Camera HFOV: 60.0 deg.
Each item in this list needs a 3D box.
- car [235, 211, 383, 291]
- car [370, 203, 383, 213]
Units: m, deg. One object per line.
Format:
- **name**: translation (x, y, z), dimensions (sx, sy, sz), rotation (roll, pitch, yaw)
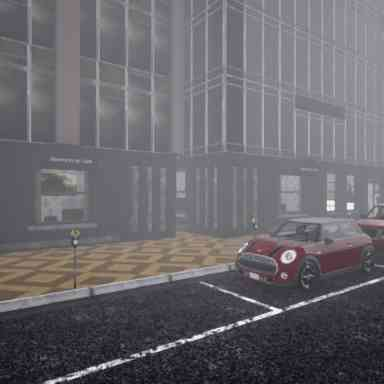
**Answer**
- **car**: translation (3.080, 1.439, 8.933), dimensions (4.097, 1.590, 1.967), rotation (0, 0, -36)
- **car**: translation (7.605, 1.310, 12.161), dimensions (5.009, 1.841, 2.192), rotation (0, 0, -36)
